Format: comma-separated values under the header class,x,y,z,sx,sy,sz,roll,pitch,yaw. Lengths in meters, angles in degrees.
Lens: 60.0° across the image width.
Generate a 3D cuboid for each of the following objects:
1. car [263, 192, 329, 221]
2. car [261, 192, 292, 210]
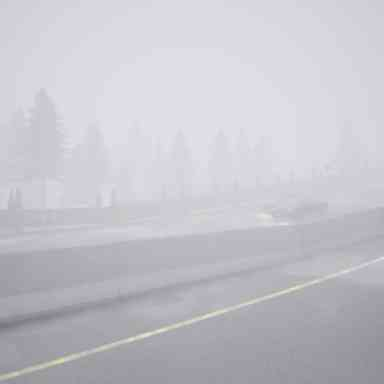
class,x,y,z,sx,sy,sz,roll,pitch,yaw
car,7.265,0.950,22.180,4.674,1.442,1.812,-6,2,-36
car,8.022,0.720,27.032,5.357,1.411,2.033,-7,3,-35
